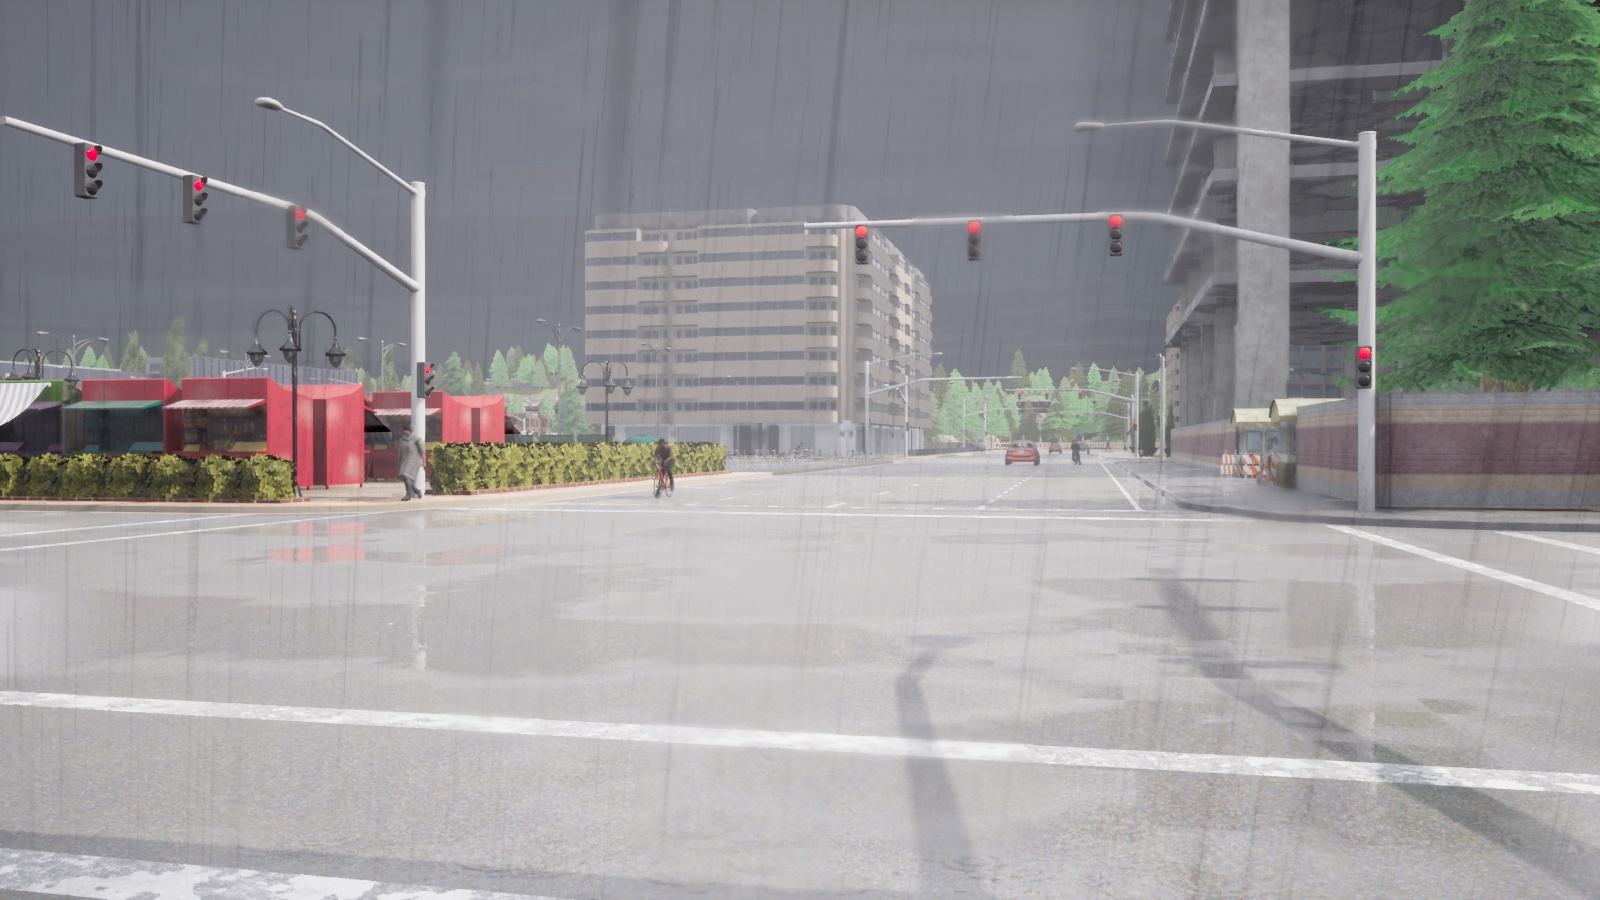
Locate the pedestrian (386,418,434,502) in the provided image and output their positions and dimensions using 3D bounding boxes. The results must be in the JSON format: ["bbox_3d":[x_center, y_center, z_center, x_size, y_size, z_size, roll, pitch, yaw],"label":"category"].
[{"bbox_3d":[-9.166,0.227,29.506,0.659,1.952,0.873,0,0,27],"label":"pedestrian"}]

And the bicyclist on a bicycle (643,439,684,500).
[{"bbox_3d":[-3.670,0.505,33.890,0.582,1.620,1.656,0,1,13],"label":"bicyclist on a bicycle"}]

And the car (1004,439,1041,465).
[{"bbox_3d":[15.074,0.123,84.990,2.242,1.667,4.611,0,0,12],"label":"car"}]
